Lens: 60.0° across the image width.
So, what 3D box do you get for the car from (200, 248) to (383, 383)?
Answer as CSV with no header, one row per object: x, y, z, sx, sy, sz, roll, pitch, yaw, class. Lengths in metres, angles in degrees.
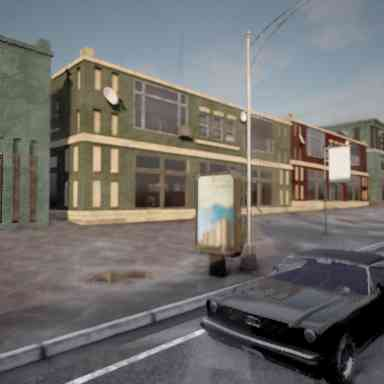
2.338,1.737,5.735,4.718,1.301,1.895,1,-2,-44,car
